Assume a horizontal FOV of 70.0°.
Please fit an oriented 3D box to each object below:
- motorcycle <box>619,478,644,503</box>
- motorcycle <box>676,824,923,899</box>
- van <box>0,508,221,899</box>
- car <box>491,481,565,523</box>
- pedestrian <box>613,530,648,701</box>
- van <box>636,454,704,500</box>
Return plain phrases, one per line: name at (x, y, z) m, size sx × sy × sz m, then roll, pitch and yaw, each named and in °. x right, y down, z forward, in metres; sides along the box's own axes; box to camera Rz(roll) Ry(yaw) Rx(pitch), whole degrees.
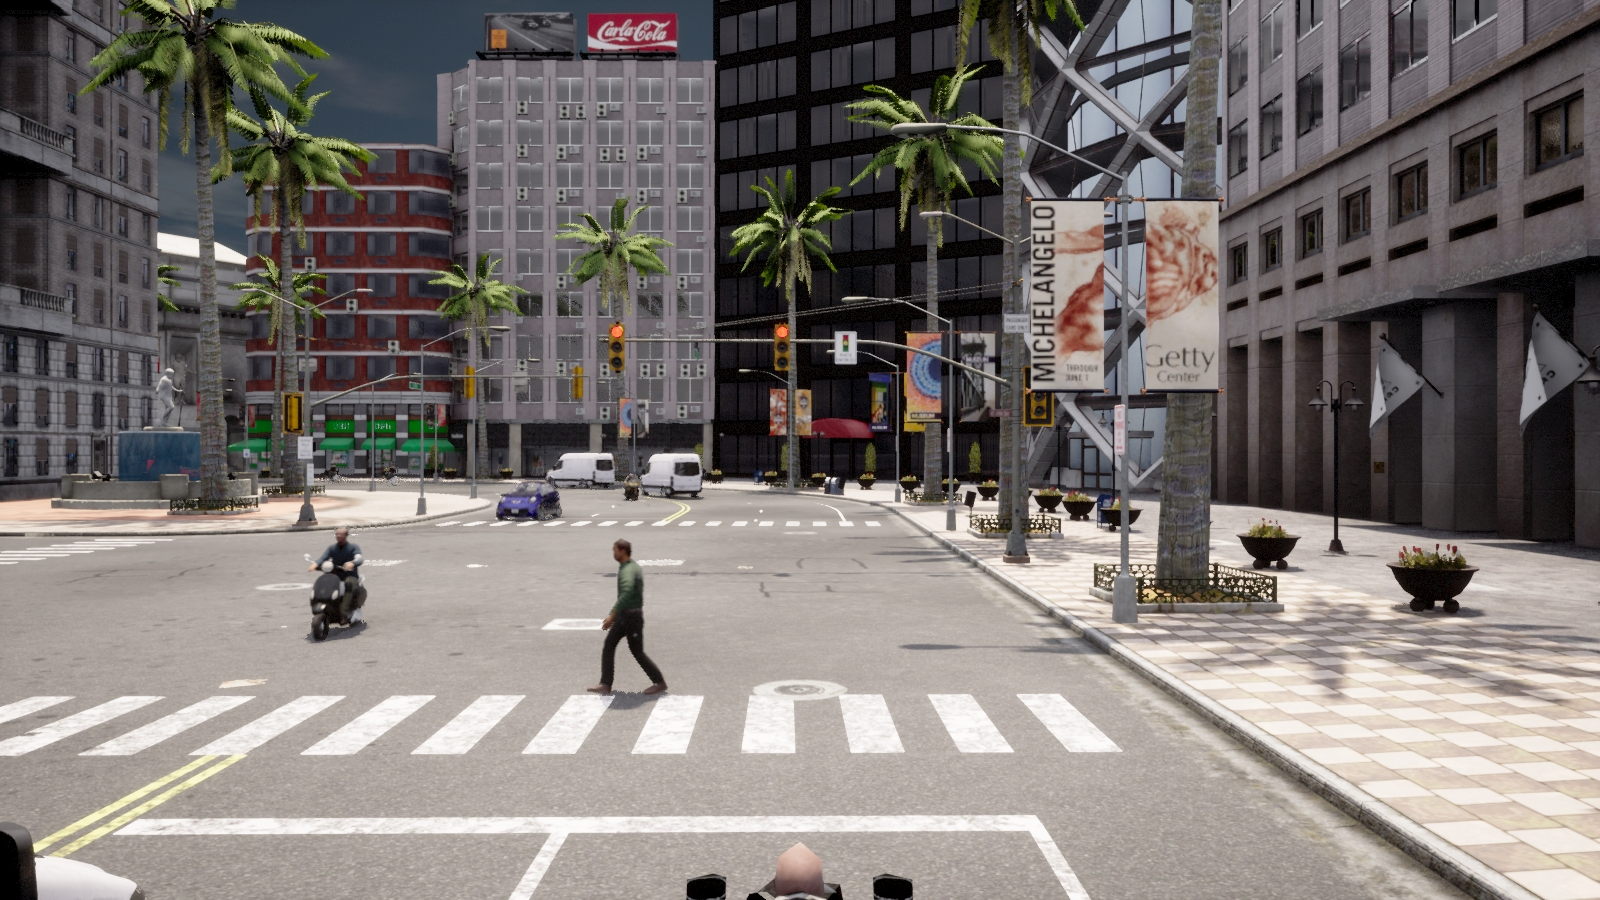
motorcycle at (-9.116, 2.181, 61.760) m, size 0.867 × 1.251 × 2.209 m, roll 0°, pitch 0°, yaw -21°
motorcycle at (-0.001, 2.203, 3.717) m, size 0.867 × 1.251 × 2.209 m, roll 0°, pitch 0°, yaw 0°
van at (-3.507, 1.533, 1.998) m, size 1.988 × 2.561 × 5.915 m, roll 0°, pitch 0°, yaw 0°
car at (-10.789, 2.020, 45.551) m, size 1.845 × 1.501 × 3.633 m, roll 0°, pitch 0°, yaw 4°
pedestrian at (-1.913, 1.843, 12.858) m, size 0.375 × 1.860 × 0.375 m, roll 0°, pitch 0°, yaw -10°
van at (-7.739, 1.508, 67.461) m, size 1.988 × 2.561 × 5.915 m, roll 0°, pitch 0°, yaw -27°
